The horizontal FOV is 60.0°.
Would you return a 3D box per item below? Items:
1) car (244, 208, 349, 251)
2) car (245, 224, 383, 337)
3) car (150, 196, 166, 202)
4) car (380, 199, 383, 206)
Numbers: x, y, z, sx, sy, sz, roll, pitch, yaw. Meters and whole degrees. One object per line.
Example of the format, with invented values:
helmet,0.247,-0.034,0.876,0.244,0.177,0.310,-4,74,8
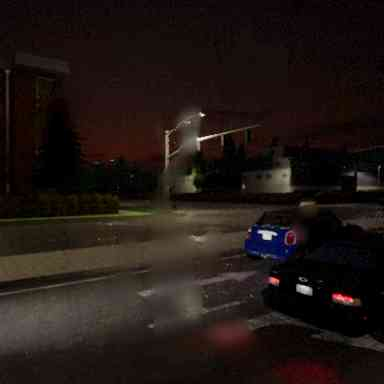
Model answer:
car,3.915,1.329,11.044,4.553,1.767,2.097,0,0,-36
car,3.740,1.530,6.557,5.357,1.411,2.033,0,0,-36
car,-7.523,1.534,74.006,1.895,1.301,4.718,0,0,-35
car,29.982,1.209,49.464,4.553,1.767,2.097,0,0,-35
